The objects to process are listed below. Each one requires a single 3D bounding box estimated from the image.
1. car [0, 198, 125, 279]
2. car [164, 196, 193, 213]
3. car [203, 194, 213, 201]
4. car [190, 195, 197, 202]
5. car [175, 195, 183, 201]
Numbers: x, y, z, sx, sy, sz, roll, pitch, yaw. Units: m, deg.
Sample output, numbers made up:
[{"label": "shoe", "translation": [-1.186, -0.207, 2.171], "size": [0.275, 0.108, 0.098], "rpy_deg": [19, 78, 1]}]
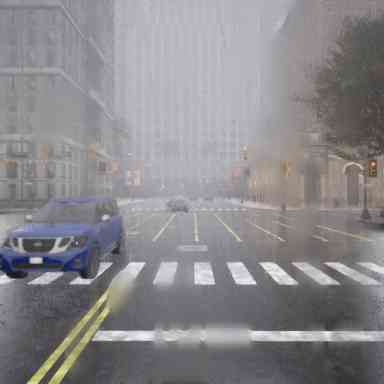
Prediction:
[{"label": "car", "translation": [-3.595, 1.221, 10.431], "size": [2.150, 2.045, 5.566], "rpy_deg": [0, 0, 0]}, {"label": "car", "translation": [-1.654, 1.505, 36.373], "size": [1.837, 1.490, 4.892], "rpy_deg": [-1, 0, -14]}, {"label": "car", "translation": [3.717, 1.280, 78.527], "size": [2.097, 1.767, 4.553], "rpy_deg": [0, 0, 1]}, {"label": "car", "translation": [0.217, 1.449, 78.594], "size": [2.128, 1.511, 4.902], "rpy_deg": [0, 0, 1]}, {"label": "car", "translation": [-3.217, 1.448, 84.649], "size": [1.882, 1.535, 5.008], "rpy_deg": [0, 0, 1]}]
